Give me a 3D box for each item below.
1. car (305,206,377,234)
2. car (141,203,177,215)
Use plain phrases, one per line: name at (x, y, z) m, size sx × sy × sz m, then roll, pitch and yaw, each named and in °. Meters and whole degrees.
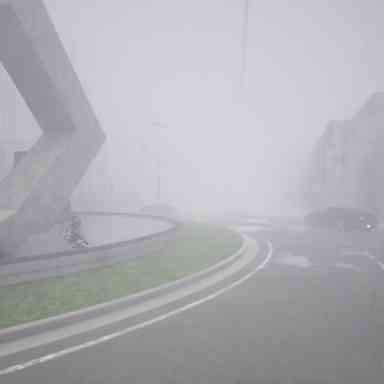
car at (8.909, 1.629, 20.407) m, size 1.837 × 1.490 × 4.892 m, roll -1°, pitch 0°, yaw -17°
car at (-3.826, 1.916, 38.425) m, size 4.181 × 1.385 × 1.994 m, roll -1°, pitch -1°, yaw 28°
